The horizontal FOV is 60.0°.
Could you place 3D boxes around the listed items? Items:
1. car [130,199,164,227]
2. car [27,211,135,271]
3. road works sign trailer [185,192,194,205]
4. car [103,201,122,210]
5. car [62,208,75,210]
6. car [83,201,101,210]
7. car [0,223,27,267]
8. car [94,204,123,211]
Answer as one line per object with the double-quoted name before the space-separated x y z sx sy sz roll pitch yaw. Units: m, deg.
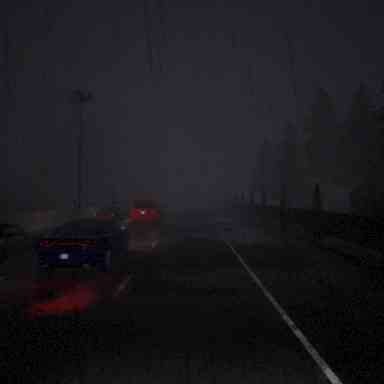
"car" -3.473 1.597 26.336 2.150 2.045 5.566 0 -1 0
"car" -3.468 1.643 11.574 1.882 1.535 5.008 0 -1 1
"road works sign trailer" -0.701 1.798 94.338 2.380 3.560 2.880 0 -1 -10
"car" -14.039 2.323 58.767 2.128 1.511 4.902 0 -1 1
"car" -21.029 2.048 58.477 2.150 2.045 5.566 0 -1 1
"car" -17.537 2.392 58.604 1.994 1.385 4.181 0 -1 1
"car" -6.966 1.770 11.866 1.895 1.301 4.718 0 -1 1
"car" -6.953 1.925 28.168 1.812 1.442 4.674 0 -1 1
